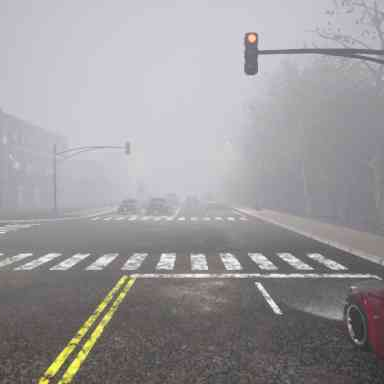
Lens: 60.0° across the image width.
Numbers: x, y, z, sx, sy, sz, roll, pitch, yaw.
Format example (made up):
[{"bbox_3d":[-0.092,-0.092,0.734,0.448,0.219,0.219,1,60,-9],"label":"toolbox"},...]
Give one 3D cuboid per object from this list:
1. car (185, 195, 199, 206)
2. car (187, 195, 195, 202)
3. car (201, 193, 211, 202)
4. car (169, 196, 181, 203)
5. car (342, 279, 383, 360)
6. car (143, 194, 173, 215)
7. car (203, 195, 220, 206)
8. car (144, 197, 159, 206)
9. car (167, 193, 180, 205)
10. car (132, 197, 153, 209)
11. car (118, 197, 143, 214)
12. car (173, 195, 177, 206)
[{"bbox_3d":[-0.007,1.332,54.172,2.097,1.767,4.553,0,0,0],"label":"car"},{"bbox_3d":[-0.150,1.493,76.324,1.812,1.442,4.674,0,0,0],"label":"car"},{"bbox_3d":[3.135,1.195,73.389,2.150,2.045,5.566,0,0,0],"label":"car"},{"bbox_3d":[-3.398,1.521,67.760,2.033,1.411,5.357,0,0,0],"label":"car"},{"bbox_3d":[3.346,1.563,3.541,1.994,1.385,4.181,0,0,0],"label":"car"},{"bbox_3d":[-3.412,1.341,34.141,2.097,1.767,4.553,0,0,0],"label":"car"},{"bbox_3d":[3.245,1.582,52.488,1.895,1.301,4.718,0,0,0],"label":"car"},{"bbox_3d":[-6.683,1.506,55.239,1.812,1.442,4.674,0,0,0],"label":"car"},{"bbox_3d":[-3.438,1.202,54.293,2.150,2.045,5.566,0,0,1],"label":"car"},{"bbox_3d":[-6.676,1.476,45.106,2.128,1.511,4.902,0,0,0],"label":"car"},{"bbox_3d":[-6.663,1.494,35.682,1.837,1.490,4.892,0,0,0],"label":"car"},{"bbox_3d":[-3.423,1.533,43.615,2.033,1.411,5.357,0,0,1],"label":"car"}]
